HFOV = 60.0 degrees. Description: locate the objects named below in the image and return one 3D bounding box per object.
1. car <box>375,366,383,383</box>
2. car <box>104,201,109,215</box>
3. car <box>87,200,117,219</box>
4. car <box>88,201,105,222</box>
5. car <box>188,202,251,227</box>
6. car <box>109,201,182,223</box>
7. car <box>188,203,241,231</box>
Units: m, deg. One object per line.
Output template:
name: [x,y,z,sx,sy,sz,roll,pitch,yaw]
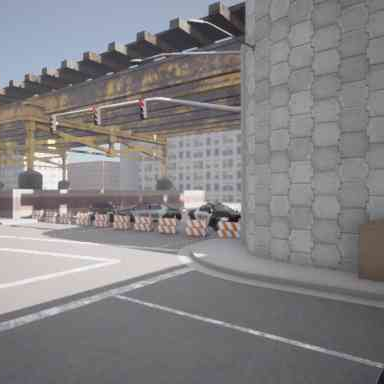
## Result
car: [3.477,1.601,1.492,4.718,1.301,1.895,0,0,36]
car: [-3.197,1.453,23.205,4.974,1.542,2.038,0,0,0]
car: [-6.905,1.295,26.005,1.853,1.218,4.536,0,0,-10]
car: [-6.896,1.453,25.954,2.038,1.542,4.974,0,0,-10]
car: [1.553,1.295,20.674,1.853,1.218,4.536,0,0,-25]
car: [-3.145,1.295,23.205,4.536,1.218,1.853,0,0,0]
car: [1.575,1.453,20.627,2.038,1.542,4.974,0,0,-25]
